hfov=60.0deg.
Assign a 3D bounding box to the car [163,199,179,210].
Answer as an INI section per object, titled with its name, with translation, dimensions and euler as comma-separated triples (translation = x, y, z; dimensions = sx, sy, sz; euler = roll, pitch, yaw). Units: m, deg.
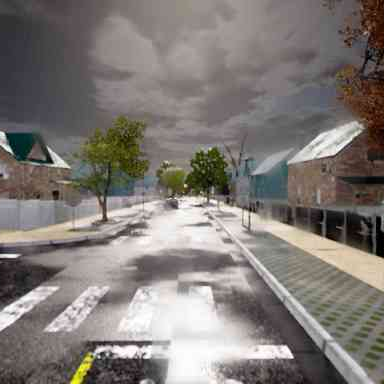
[car]
translation = -2.738, 1.604, 43.497
dimensions = 1.895, 1.301, 4.718
euler = 0, 0, 0
